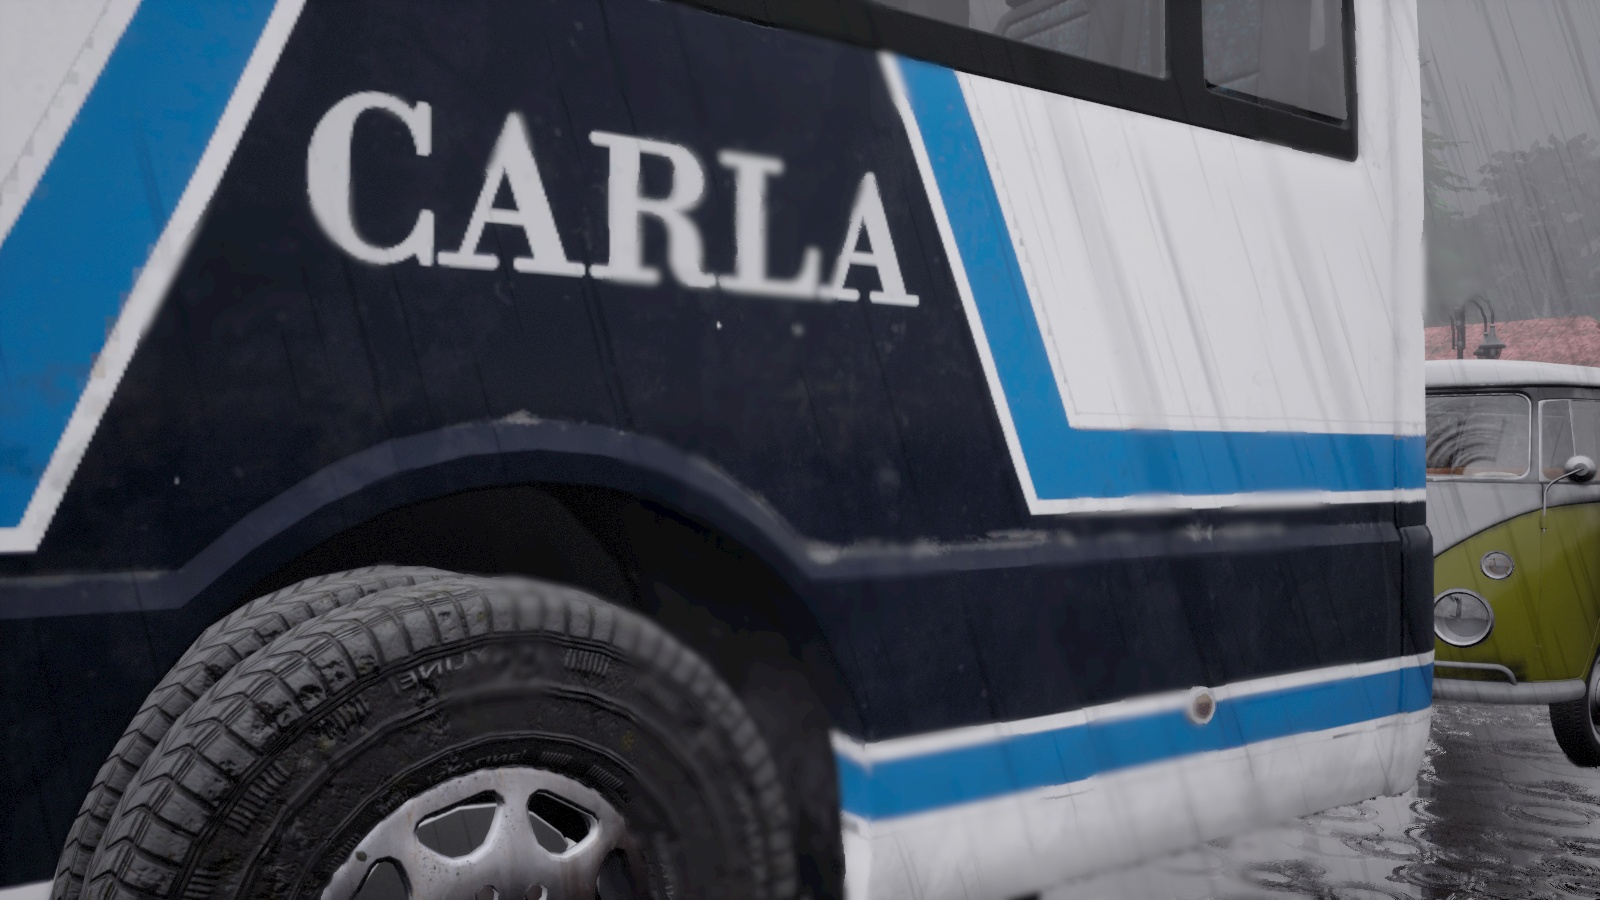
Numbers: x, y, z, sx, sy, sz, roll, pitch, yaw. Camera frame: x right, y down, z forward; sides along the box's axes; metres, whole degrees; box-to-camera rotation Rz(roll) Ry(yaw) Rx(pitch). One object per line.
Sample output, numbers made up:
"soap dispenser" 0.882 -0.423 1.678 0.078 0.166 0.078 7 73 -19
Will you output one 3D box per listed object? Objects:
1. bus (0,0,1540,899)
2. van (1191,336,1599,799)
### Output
"bus" -3.492 -0.620 1.849 10.273 4.253 3.944 0 0 -35
"van" 4.460 0.506 7.382 4.442 1.987 1.775 0 0 -35
